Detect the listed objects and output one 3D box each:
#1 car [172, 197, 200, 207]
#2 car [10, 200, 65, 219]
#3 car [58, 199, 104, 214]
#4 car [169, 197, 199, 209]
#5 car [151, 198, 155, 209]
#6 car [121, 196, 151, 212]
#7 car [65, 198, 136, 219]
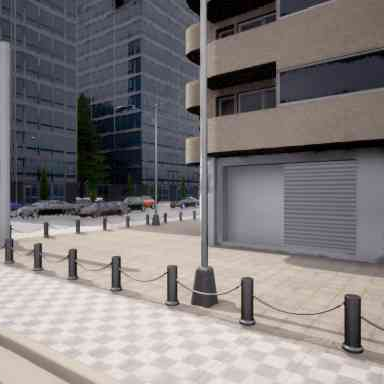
[{"bbox_3d":[-0.802,1.470,50.370,1.812,1.442,4.674,0,0,36],"label":"car"},{"bbox_3d":[-12.376,1.436,28.394,2.128,1.511,4.902,0,0,36],"label":"car"},{"bbox_3d":[-11.709,1.508,35.291,1.994,1.385,4.181,0,0,36],"label":"car"},{"bbox_3d":[-0.962,1.449,44.194,1.837,1.490,4.892,0,0,36],"label":"car"},{"bbox_3d":[-6.767,1.297,42.140,2.097,1.767,4.553,0,0,36],"label":"car"},{"bbox_3d":[-7.034,1.297,35.796,2.097,1.767,4.553,0,0,36],"label":"car"},{"bbox_3d":[-7.722,1.492,28.519,2.033,1.411,5.357,0,0,36],"label":"car"}]
